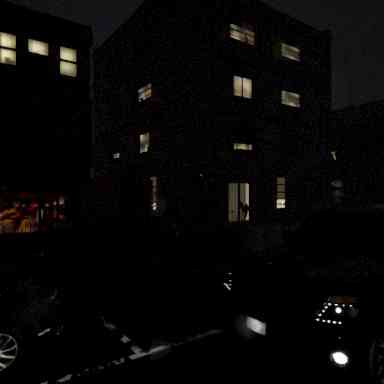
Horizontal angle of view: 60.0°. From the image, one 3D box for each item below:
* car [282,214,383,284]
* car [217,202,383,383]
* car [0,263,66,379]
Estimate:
[{"bbox_3d":[5.048,1.525,10.170,4.829,1.417,1.752,0,0,-36],"label":"car"},{"bbox_3d":[3.002,1.221,5.525,5.566,2.045,2.150,0,0,-36],"label":"car"},{"bbox_3d":[-3.804,1.551,3.848,4.403,1.369,2.008,0,0,-36],"label":"car"}]
